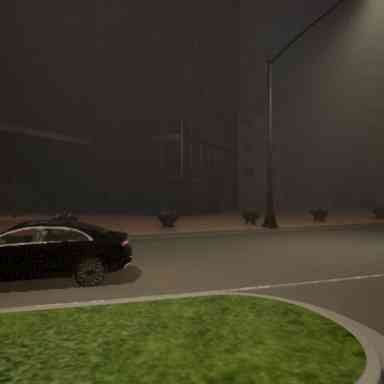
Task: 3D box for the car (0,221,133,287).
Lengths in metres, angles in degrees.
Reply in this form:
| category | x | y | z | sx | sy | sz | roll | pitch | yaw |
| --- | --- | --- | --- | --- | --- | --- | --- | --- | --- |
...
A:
| category | x | y | z | sx | sy | sz | roll | pitch | yaw |
| --- | --- | --- | --- | --- | --- | --- | --- | --- | --- |
| car | -3.957 | 1.491 | 8.300 | 4.902 | 1.511 | 2.128 | 0 | 0 | -14 |
